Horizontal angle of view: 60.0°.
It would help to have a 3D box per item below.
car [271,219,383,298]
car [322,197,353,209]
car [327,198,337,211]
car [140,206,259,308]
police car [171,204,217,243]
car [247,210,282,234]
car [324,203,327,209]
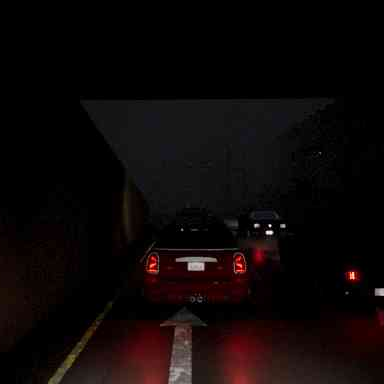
[{"bbox_3d":[3.607,1.601,8.499,1.895,1.301,4.718,0,0,0],"label":"car"},{"bbox_3d":[17.574,1.295,40.008,1.853,1.218,4.536,0,0,45],"label":"car"},{"bbox_3d":[17.433,1.453,35.364,2.038,1.542,4.974,0,0,-35],"label":"car"},{"bbox_3d":[0.083,1.352,8.085,2.097,1.767,4.553,0,0,0],"label":"car"},{"bbox_3d":[0.096,1.504,17.210,2.038,1.542,4.974,0,0,0],"label":"police car"},{"bbox_3d":[3.600,1.601,17.656,1.895,1.301,4.718,0,0,0],"label":"car"},{"bbox_3d":[17.537,1.453,39.971,2.038,1.542,4.974,0,0,45],"label":"car"}]
